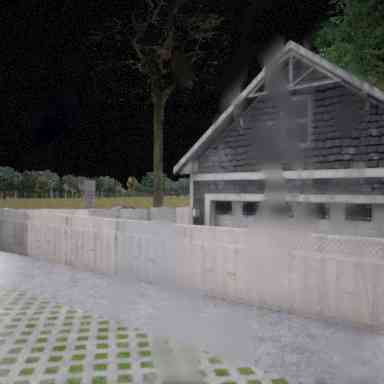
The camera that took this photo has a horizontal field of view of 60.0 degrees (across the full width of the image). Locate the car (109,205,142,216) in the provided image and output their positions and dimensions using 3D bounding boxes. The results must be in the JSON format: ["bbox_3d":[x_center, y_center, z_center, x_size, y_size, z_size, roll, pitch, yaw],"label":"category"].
[{"bbox_3d":[-6.308,1.859,29.100,1.994,1.385,4.181,0,-1,34],"label":"car"}]
